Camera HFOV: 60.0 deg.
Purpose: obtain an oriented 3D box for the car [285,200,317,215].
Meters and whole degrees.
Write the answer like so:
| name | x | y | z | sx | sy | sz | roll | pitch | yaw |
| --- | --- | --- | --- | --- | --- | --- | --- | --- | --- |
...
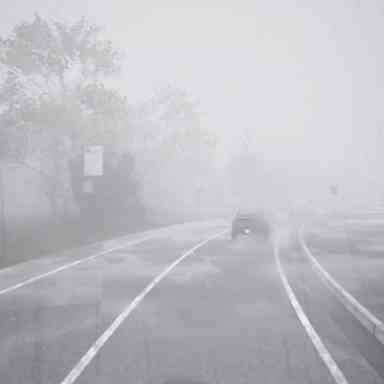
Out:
| name | x | y | z | sx | sy | sz | roll | pitch | yaw |
| --- | --- | --- | --- | --- | --- | --- | --- | --- | --- |
| car | 11.388 | 1.556 | 33.987 | 1.812 | 1.442 | 4.674 | -3 | -1 | 34 |

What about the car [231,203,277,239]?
| name | x | y | z | sx | sy | sz | roll | pitch | yaw |
| --- | --- | --- | --- | --- | --- | --- | --- | --- | --- |
| car | 3.291 | 1.566 | 17.752 | 1.837 | 1.490 | 4.892 | -2 | -1 | 17 |

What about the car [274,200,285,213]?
| name | x | y | z | sx | sy | sz | roll | pitch | yaw |
| --- | --- | --- | --- | --- | --- | --- | --- | --- | --- |
| car | 10.491 | 1.652 | 38.790 | 2.128 | 1.511 | 4.902 | -4 | -1 | 36 |
